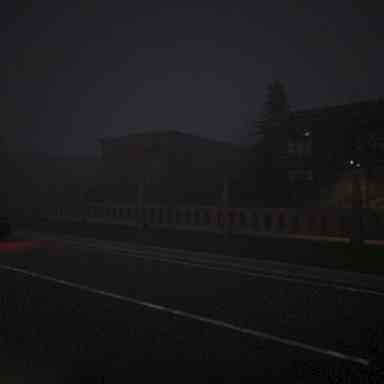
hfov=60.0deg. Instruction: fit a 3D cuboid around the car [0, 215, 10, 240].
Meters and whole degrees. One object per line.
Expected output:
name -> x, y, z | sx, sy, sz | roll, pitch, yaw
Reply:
car -> -10.673, 1.488, 15.907 | 5.008, 1.535, 1.882 | 0, 0, 36
